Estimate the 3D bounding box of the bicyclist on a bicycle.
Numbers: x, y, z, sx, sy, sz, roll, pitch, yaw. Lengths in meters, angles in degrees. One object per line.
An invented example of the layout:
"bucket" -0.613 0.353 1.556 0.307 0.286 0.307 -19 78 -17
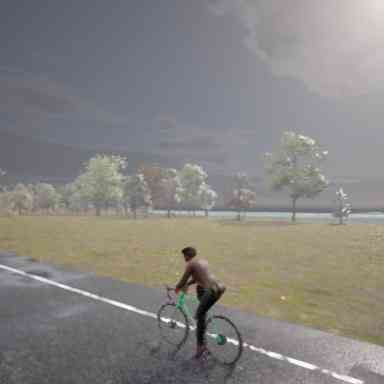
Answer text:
"bicyclist on a bicycle" 0.060 1.672 5.078 1.656 1.620 0.582 -2 -3 40
